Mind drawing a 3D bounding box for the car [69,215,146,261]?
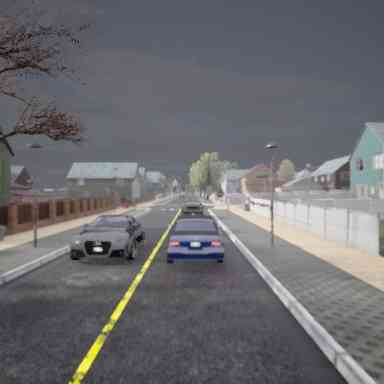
[{"bbox_3d":[-2.849,1.530,12.042,1.994,1.385,4.181,0,0,0],"label":"car"}]

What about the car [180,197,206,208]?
[{"bbox_3d":[0.092,1.425,27.058,1.837,1.490,4.892,0,0,0],"label":"car"}]

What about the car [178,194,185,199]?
[{"bbox_3d":[-2.754,1.217,91.862,2.033,1.411,5.357,0,0,0],"label":"car"}]

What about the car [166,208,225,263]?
[{"bbox_3d":[0.097,1.513,11.851,2.033,1.411,5.357,0,0,0],"label":"car"}]

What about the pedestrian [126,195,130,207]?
[{"bbox_3d":[-9.694,1.302,50.487,0.375,1.860,0.375,0,1,0],"label":"pedestrian"}]
